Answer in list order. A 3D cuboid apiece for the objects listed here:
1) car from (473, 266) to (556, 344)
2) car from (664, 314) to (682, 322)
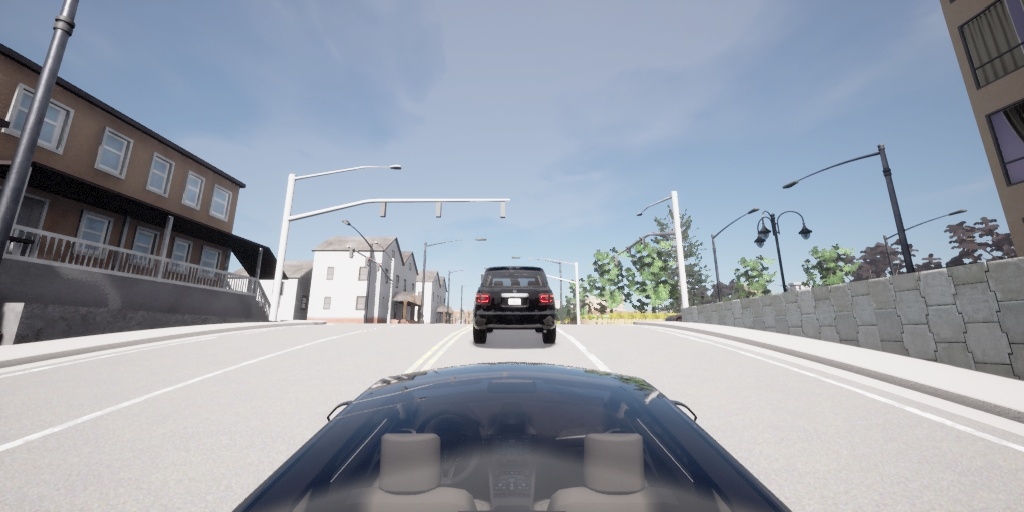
[{"bbox_3d":[0.071,1.501,11.181,2.150,2.045,5.566,0,-7,0],"label":"car"},{"bbox_3d":[15.892,5.452,31.710,4.553,1.767,2.097,0,-12,1],"label":"car"}]
